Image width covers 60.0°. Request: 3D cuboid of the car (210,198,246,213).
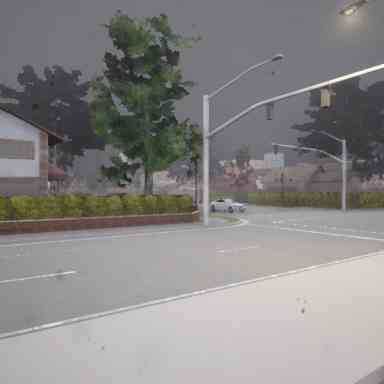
[{"bbox_3d":[3.795,1.435,36.354,1.812,1.442,4.674,0,0,-36],"label":"car"}]
